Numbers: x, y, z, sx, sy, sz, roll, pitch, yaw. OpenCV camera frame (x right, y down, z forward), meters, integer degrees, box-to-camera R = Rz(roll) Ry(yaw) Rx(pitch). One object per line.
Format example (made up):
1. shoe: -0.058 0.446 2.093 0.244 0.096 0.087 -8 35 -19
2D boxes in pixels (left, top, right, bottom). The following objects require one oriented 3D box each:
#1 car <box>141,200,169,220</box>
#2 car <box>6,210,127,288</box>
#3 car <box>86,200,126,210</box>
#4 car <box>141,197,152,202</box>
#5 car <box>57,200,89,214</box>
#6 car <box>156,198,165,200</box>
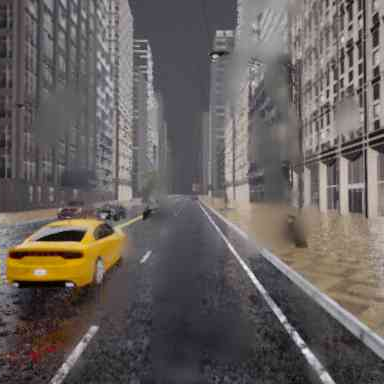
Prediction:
1. car: -3.150 1.690 29.598 1.994 1.385 4.181 0 0 0
2. car: -3.159 1.517 9.408 1.882 1.535 5.008 0 0 0
3. car: -6.595 1.607 27.184 2.128 1.511 4.902 0 0 0
4. car: -9.744 1.788 71.189 1.837 1.490 4.892 0 0 0
5. car: -9.844 1.475 28.685 2.097 1.767 4.553 0 0 0
6. car: -6.494 1.837 68.964 1.994 1.385 4.181 0 0 0
